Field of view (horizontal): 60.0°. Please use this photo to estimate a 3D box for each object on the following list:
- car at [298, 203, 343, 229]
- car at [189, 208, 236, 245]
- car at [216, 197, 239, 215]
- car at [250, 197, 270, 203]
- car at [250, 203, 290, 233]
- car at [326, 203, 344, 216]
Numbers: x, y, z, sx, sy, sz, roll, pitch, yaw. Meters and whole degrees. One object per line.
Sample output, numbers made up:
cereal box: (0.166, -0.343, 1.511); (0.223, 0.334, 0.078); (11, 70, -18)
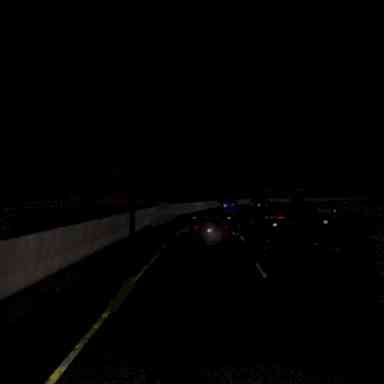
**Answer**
car: (8.777, 1.751, 23.438); (1.812, 1.442, 4.674); (0, 0, 7)
car: (0.981, 1.717, 16.520); (1.994, 1.385, 4.181); (0, -1, 5)
car: (3.996, 1.567, 37.254); (2.150, 2.045, 5.566); (0, -1, 11)
car: (7.959, 1.586, 39.108); (2.150, 2.045, 5.566); (0, -1, 13)
car: (5.016, 1.694, 21.383); (2.128, 1.511, 4.902); (0, -1, 7)
car: (14.060, 1.877, 34.131); (2.033, 1.411, 5.357); (0, -1, 11)
